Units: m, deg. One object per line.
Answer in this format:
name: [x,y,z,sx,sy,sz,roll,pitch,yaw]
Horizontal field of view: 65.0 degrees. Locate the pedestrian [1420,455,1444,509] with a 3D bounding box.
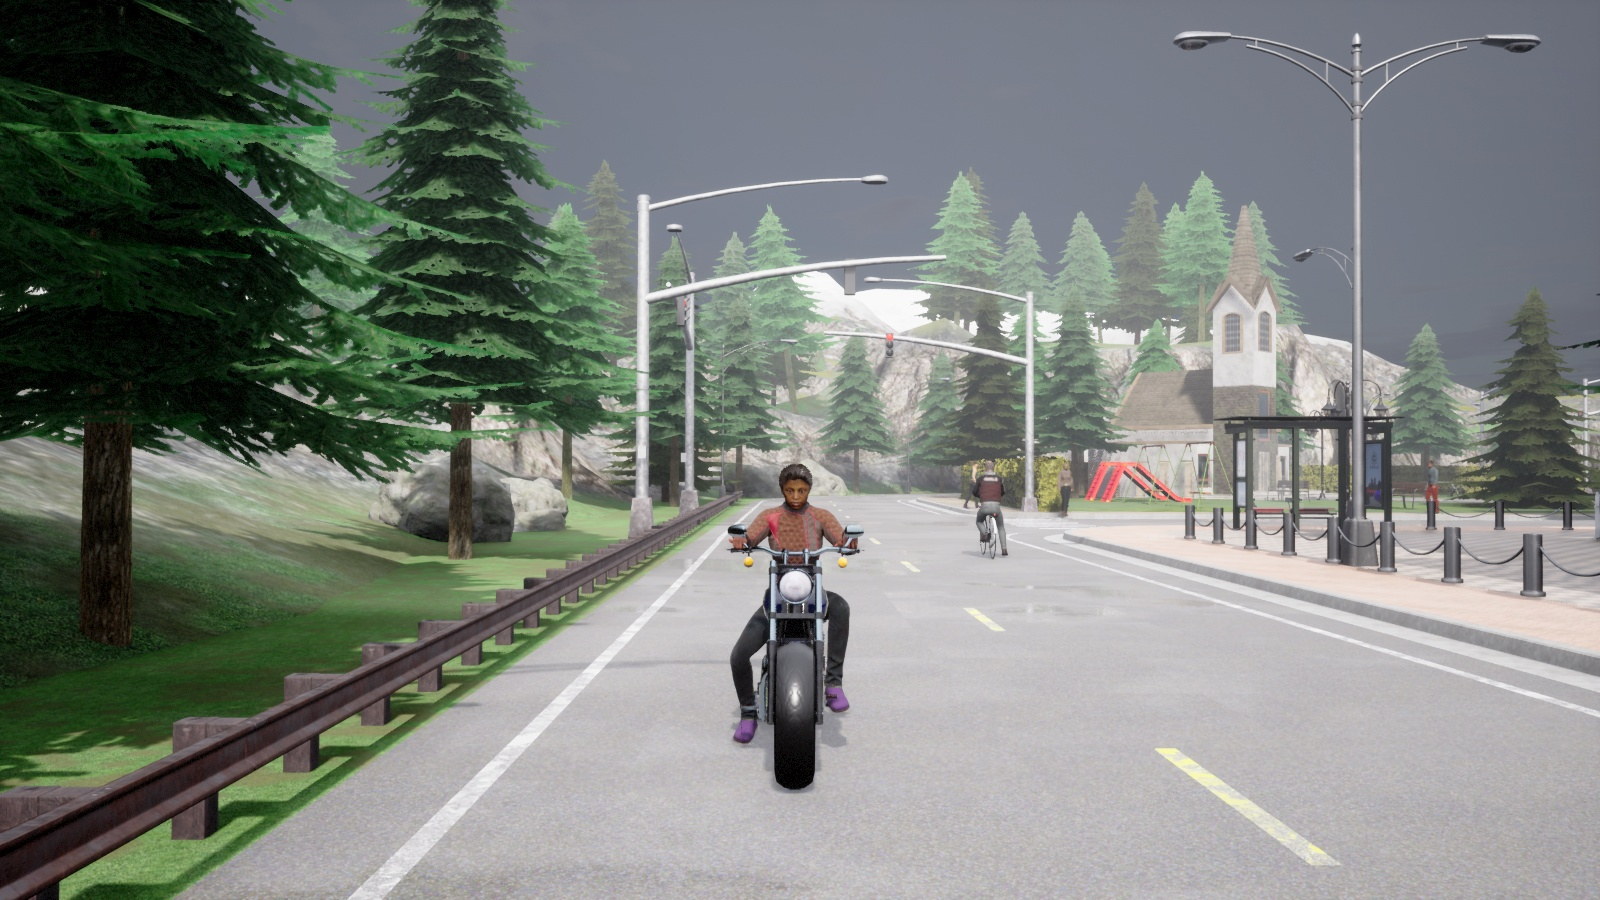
pedestrian: [21.513,1.090,42.768,0.614,1.847,0.353,0,-1,0]

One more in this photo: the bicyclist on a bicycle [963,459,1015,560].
bicyclist on a bicycle: [3.438,1.056,22.945,0.659,1.776,1.843,0,-1,0]

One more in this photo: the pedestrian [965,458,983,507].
pedestrian: [6.601,1.239,47.597,0.594,1.836,0.345,0,-1,-15]

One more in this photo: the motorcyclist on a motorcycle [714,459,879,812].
motorcyclist on a motorcycle: [-0.019,0.883,7.064,0.766,1.649,2.350,0,-1,0]

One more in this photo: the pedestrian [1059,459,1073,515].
pedestrian: [8.909,1.233,42.045,0.331,1.846,0.634,0,-1,2]
